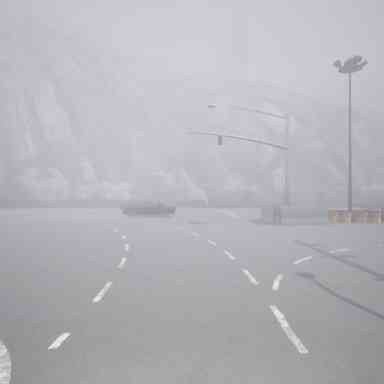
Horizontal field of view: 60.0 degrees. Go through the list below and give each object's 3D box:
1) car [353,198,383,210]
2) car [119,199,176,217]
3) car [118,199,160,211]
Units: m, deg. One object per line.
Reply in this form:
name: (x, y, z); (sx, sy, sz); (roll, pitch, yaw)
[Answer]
car: (23.067, 1.464, 41.466); (5.357, 1.411, 2.033); (0, 0, -3)
car: (-3.778, 1.536, 29.551); (4.718, 1.301, 1.895); (0, 0, -3)
car: (-6.305, 1.512, 39.935); (4.718, 1.301, 1.895); (0, 0, -3)
